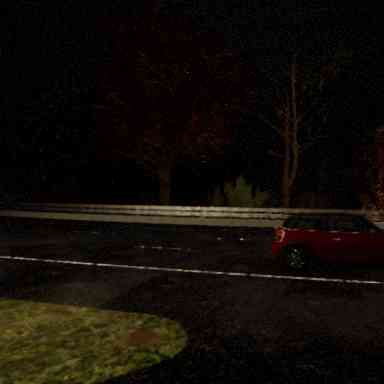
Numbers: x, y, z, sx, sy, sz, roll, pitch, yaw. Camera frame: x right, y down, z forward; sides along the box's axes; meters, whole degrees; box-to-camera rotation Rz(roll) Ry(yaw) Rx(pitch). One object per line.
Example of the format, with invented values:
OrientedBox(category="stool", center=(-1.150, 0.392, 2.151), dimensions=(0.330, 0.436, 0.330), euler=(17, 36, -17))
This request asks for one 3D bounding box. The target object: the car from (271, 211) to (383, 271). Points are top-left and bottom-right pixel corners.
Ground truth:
OrientedBox(category="car", center=(4.796, 1.415, 10.299), dimensions=(4.553, 1.767, 2.097), euler=(0, 0, 11))
